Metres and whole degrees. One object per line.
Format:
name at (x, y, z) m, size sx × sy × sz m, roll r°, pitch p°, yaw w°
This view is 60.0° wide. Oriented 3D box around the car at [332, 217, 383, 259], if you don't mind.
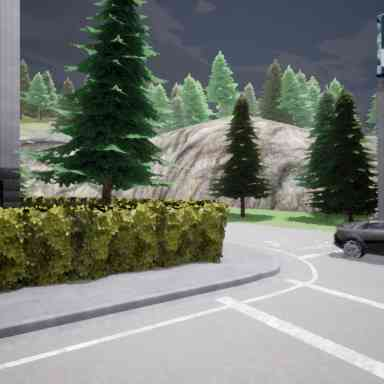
car at (7.295, 1.654, 11.290) m, size 2.128 × 1.511 × 4.902 m, roll 0°, pitch 0°, yaw -35°
